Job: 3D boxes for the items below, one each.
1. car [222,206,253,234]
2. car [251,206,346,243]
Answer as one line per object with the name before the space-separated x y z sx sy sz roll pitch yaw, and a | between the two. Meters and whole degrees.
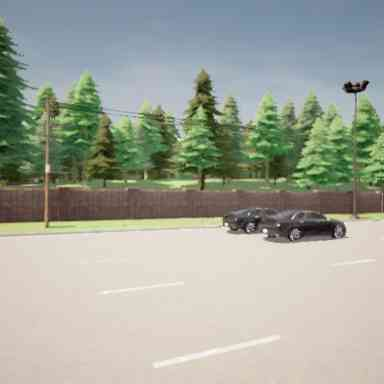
car | 4.149 1.645 20.091 4.892 1.490 1.837 1 0 -26
car | 5.676 1.640 16.942 4.892 1.490 1.837 1 0 -26
